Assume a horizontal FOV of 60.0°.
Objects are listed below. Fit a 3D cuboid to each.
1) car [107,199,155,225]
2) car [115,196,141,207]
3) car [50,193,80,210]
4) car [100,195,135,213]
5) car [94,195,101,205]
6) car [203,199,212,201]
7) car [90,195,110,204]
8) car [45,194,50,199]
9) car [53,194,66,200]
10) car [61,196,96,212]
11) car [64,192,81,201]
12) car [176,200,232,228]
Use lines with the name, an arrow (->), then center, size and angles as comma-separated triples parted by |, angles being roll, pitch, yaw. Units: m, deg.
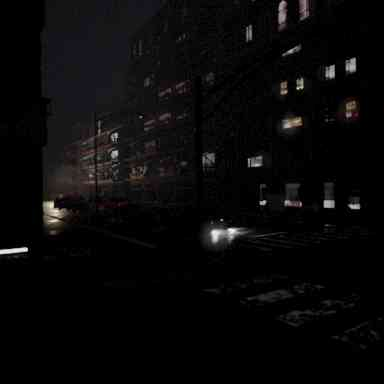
car -> -4.301, 1.507, 24.251 | 1.887, 1.381, 4.507 | -1, 1, -35
car -> -8.951, 1.262, 46.015 | 1.752, 1.417, 4.829 | -1, 1, -35
car -> -15.756, 1.311, 41.123 | 1.967, 1.590, 4.097 | -1, 1, -35
car -> -7.055, 1.234, 33.045 | 2.097, 1.767, 4.553 | -1, 1, -34
car -> -13.746, 1.263, 48.322 | 1.837, 1.490, 4.892 | -1, 1, -34
car -> 0.893, 1.355, 31.893 | 1.887, 1.381, 4.507 | -1, 1, -35
car -> -15.393, 1.213, 55.377 | 1.752, 1.417, 4.829 | -1, 1, -35
car -> -34.720, 1.071, 83.465 | 1.752, 1.417, 4.829 | -1, 1, -35
car -> -31.403, 1.120, 78.644 | 2.008, 1.369, 4.403 | -1, 1, -35
car -> -12.534, 1.446, 36.442 | 2.008, 1.369, 4.403 | -1, 1, -35
car -> -24.962, 0.931, 69.279 | 2.192, 1.841, 5.009 | -1, 1, -35
car -> 0.690, 1.505, 21.793 | 1.994, 1.385, 4.181 | -1, 1, -34
